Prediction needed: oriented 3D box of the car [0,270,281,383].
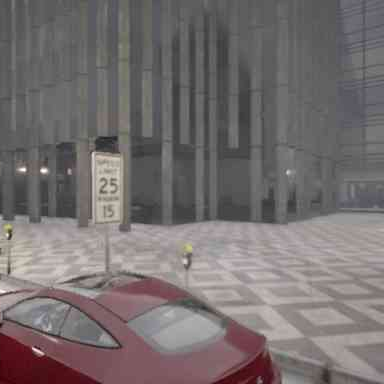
[{"bbox_3d":[-1.132,1.587,3.772,4.206,1.307,1.802,0,0,36],"label":"car"}]
